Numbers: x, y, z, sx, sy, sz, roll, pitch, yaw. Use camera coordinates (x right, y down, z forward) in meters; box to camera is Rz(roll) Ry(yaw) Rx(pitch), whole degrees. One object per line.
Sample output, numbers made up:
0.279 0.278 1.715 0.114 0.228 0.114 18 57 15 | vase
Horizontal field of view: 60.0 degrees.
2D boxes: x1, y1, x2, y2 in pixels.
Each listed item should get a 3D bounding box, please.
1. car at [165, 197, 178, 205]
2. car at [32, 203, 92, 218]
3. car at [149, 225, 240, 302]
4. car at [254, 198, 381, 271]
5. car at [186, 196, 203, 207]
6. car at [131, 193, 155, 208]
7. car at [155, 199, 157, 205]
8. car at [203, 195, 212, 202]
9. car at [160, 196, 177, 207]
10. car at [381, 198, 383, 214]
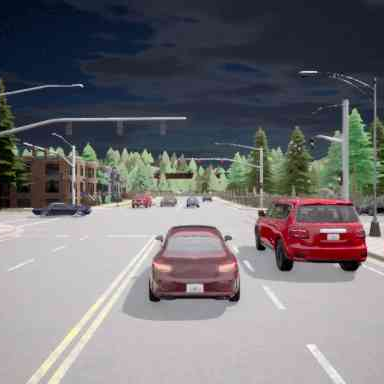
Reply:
-3.690 1.564 59.752 1.994 1.385 4.181 0 0 0 | car
-11.411 1.601 29.547 4.718 1.301 1.895 0 0 -8 | car
0.048 1.526 8.144 1.812 1.442 4.674 0 0 0 | car
3.555 1.221 11.025 2.150 2.045 5.566 0 0 0 | car
0.083 1.547 49.962 2.033 1.411 5.357 0 0 -1 | car
-7.161 1.221 47.869 2.150 2.045 5.566 0 0 2 | car
-7.196 1.525 57.267 1.812 1.442 4.674 0 0 1 | car
3.368 1.355 74.307 2.097 1.767 4.553 0 0 0 | car
-3.693 1.352 51.144 2.097 1.767 4.553 0 0 0 | car
18.267 1.352 32.413 4.553 1.767 2.097 0 0 0 | car
